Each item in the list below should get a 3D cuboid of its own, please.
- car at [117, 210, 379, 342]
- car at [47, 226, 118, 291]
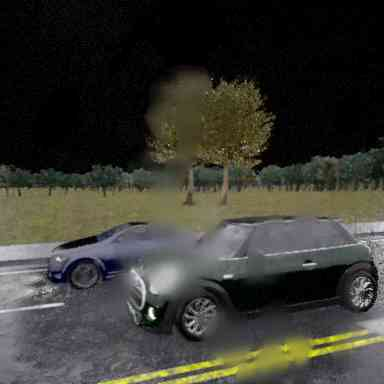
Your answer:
[{"bbox_3d":[1.102,1.265,6.246,4.553,1.767,2.097,-1,1,-19],"label":"car"},{"bbox_3d":[-1.554,1.496,8.767,4.181,1.385,1.994,-1,1,-19],"label":"car"}]
